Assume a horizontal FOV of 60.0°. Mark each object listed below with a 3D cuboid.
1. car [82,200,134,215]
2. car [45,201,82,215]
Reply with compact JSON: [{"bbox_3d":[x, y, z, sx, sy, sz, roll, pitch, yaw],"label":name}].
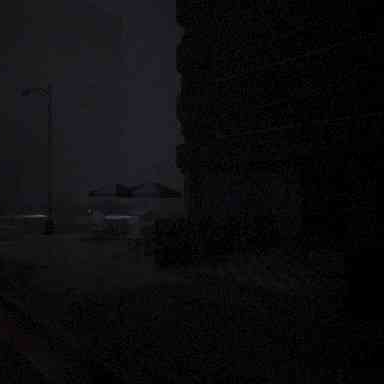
[{"bbox_3d":[-8.261,1.560,34.048,1.837,1.490,4.892,0,0,45],"label":"car"},{"bbox_3d":[-12.981,1.619,34.495,1.994,1.385,4.181,0,0,45],"label":"car"}]
